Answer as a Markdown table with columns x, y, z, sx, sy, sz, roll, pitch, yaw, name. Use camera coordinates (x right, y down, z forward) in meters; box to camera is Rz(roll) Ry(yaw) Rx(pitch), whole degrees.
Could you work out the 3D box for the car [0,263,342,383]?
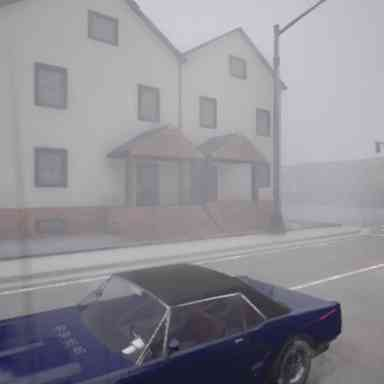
| x | y | z | sx | sy | sz | roll | pitch | yaw | name |
| --- | --- | --- | --- | --- | --- | --- | --- | --- | --- |
| -0.488 | 1.599 | 3.625 | 4.718 | 1.301 | 1.895 | 0 | 0 | -35 | car |
